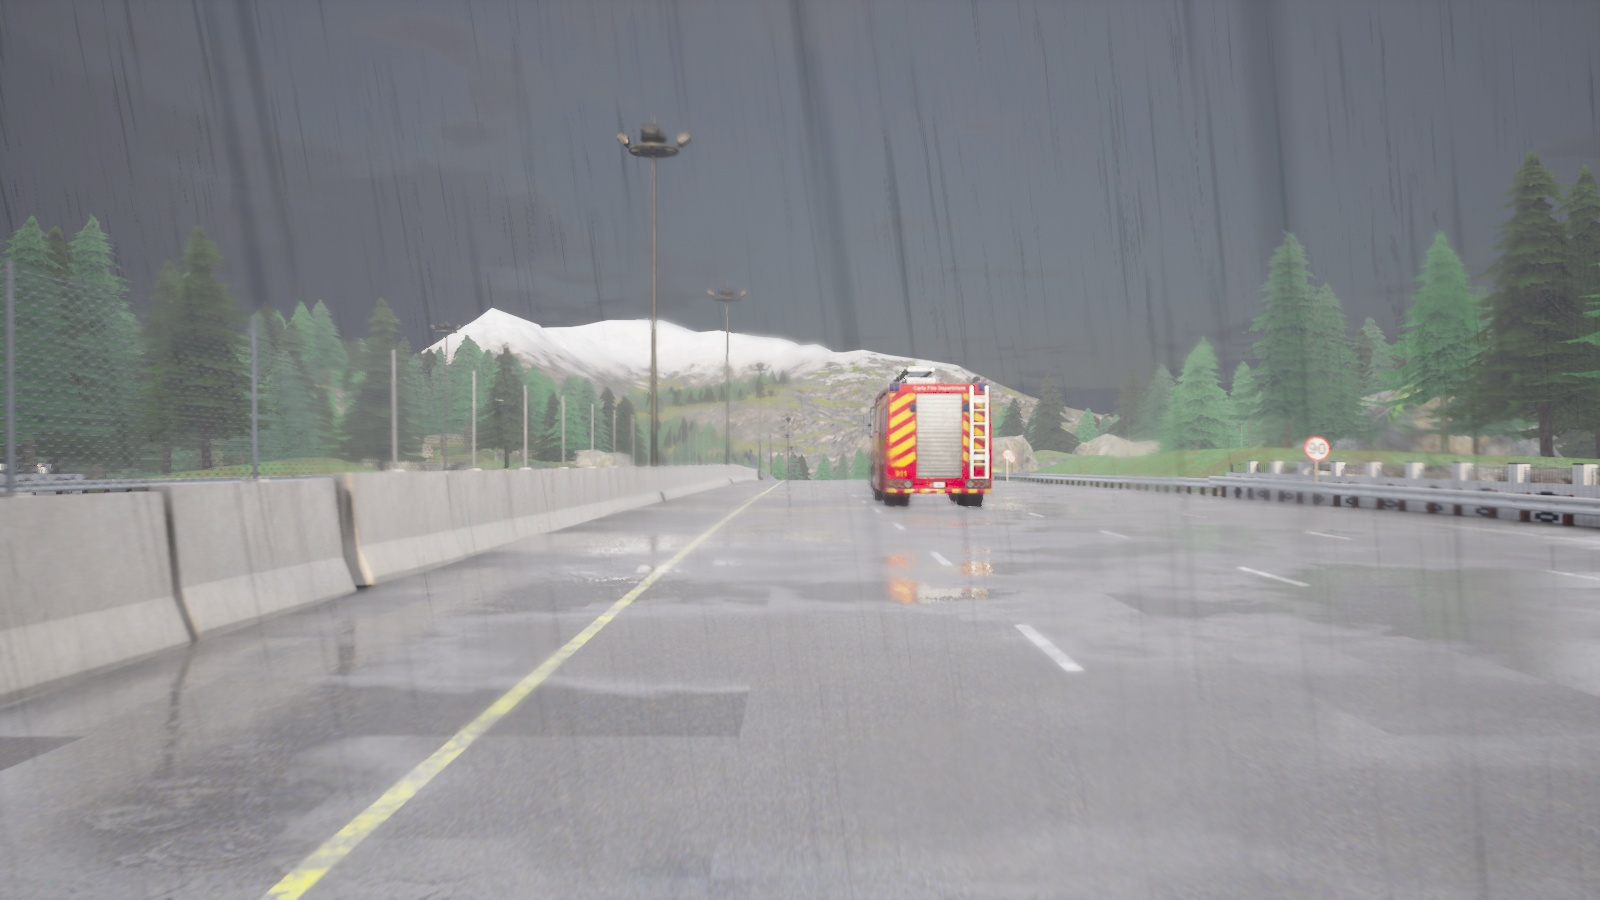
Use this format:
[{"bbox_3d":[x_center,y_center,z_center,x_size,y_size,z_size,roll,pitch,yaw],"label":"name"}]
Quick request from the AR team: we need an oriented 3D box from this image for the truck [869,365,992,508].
[{"bbox_3d":[3.732,-0.309,37.931,2.891,3.827,8.468,0,-1,0],"label":"truck"}]
